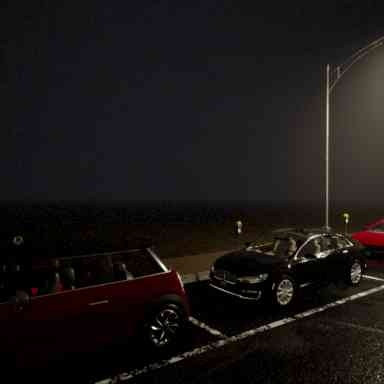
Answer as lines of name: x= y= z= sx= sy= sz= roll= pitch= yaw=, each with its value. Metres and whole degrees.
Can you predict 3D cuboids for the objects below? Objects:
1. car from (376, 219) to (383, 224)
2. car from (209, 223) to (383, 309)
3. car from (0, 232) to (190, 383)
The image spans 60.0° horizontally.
car: x=6.902 y=1.547 z=11.012 sx=4.507 sy=1.381 sz=1.887 roll=0 pitch=1 yaw=-35
car: x=2.395 y=1.552 z=7.797 sx=4.403 sy=1.369 sz=2.008 roll=0 pitch=1 yaw=-35
car: x=-2.111 y=1.440 z=4.581 sx=4.097 sy=1.590 sz=1.967 roll=0 pitch=1 yaw=-35
